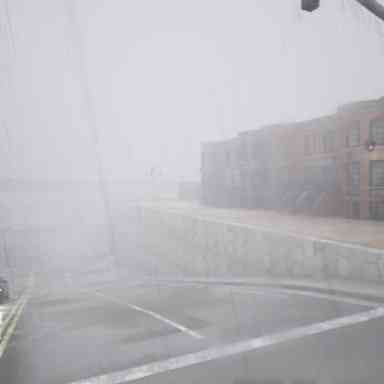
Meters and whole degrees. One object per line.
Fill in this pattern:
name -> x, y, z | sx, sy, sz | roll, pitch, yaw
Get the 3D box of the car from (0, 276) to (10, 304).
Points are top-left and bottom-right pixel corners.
car -> -11.454, 5.472, 18.666 | 1.882, 1.535, 5.008 | -1, -12, -25

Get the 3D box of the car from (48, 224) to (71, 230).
car -> -30.335, 8.049, 76.354 | 4.536, 1.218, 1.853 | 0, 1, 4

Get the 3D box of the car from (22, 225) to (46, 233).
car -> -34.825, 8.132, 73.470 | 1.853, 1.218, 4.536 | 0, 1, 29

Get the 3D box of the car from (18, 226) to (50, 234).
car -> -34.849, 8.290, 73.427 | 2.038, 1.542, 4.974 | 0, 1, 29

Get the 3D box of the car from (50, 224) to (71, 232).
car -> -30.282, 8.206, 76.353 | 4.974, 1.542, 2.038 | 0, 1, 4

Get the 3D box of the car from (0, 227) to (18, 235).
car -> -39.045, 8.354, 71.523 | 4.974, 1.542, 2.038 | 0, 1, 19

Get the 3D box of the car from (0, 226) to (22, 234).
car -> -39.095, 8.196, 71.537 | 4.536, 1.218, 1.853 | 0, 1, 19
